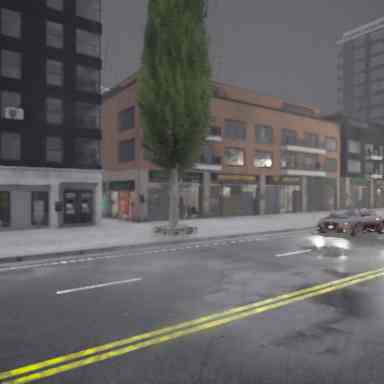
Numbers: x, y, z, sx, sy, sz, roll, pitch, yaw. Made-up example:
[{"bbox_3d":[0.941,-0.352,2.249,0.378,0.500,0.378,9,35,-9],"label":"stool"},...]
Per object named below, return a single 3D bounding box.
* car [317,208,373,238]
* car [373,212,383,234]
[{"bbox_3d":[8.544,1.550,17.753,4.181,1.385,1.994,0,0,-35],"label":"car"},{"bbox_3d":[10.788,1.477,15.360,4.902,1.511,2.128,0,0,-35],"label":"car"}]
